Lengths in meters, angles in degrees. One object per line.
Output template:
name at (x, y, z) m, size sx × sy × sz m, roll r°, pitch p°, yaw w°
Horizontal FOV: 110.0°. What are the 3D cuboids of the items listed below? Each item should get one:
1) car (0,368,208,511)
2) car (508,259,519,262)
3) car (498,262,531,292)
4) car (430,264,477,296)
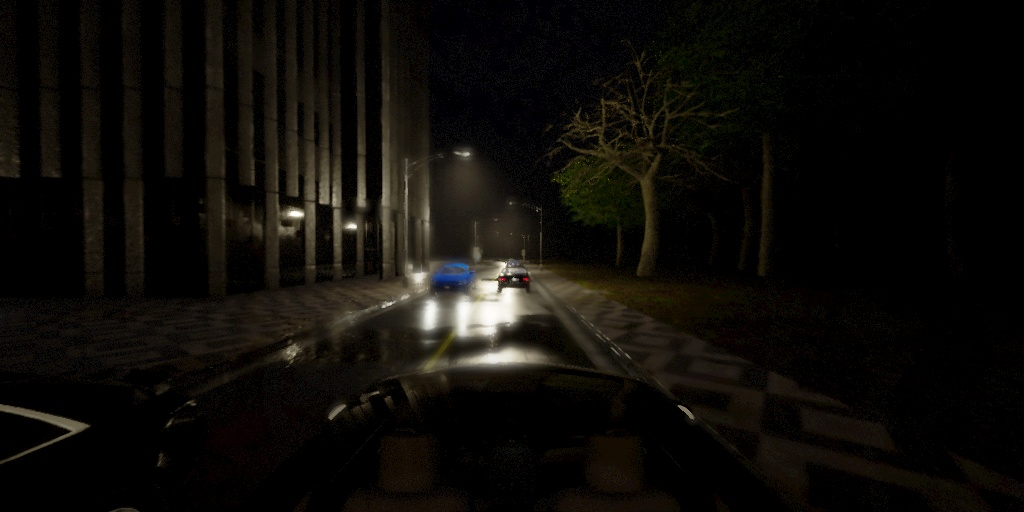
car at (-3.088, 1.255, 0.500) m, size 1.837 × 1.490 × 4.892 m, roll 0°, pitch 0°, yaw 0°
car at (0.157, 1.124, 47.745) m, size 2.033 × 1.411 × 5.357 m, roll 0°, pitch 0°, yaw 0°
car at (0.119, 1.260, 20.948) m, size 2.033 × 1.411 × 5.357 m, roll 0°, pitch 0°, yaw 0°
car at (-2.998, 1.197, 19.170) m, size 1.882 × 1.535 × 5.008 m, roll 0°, pitch 0°, yaw 1°
